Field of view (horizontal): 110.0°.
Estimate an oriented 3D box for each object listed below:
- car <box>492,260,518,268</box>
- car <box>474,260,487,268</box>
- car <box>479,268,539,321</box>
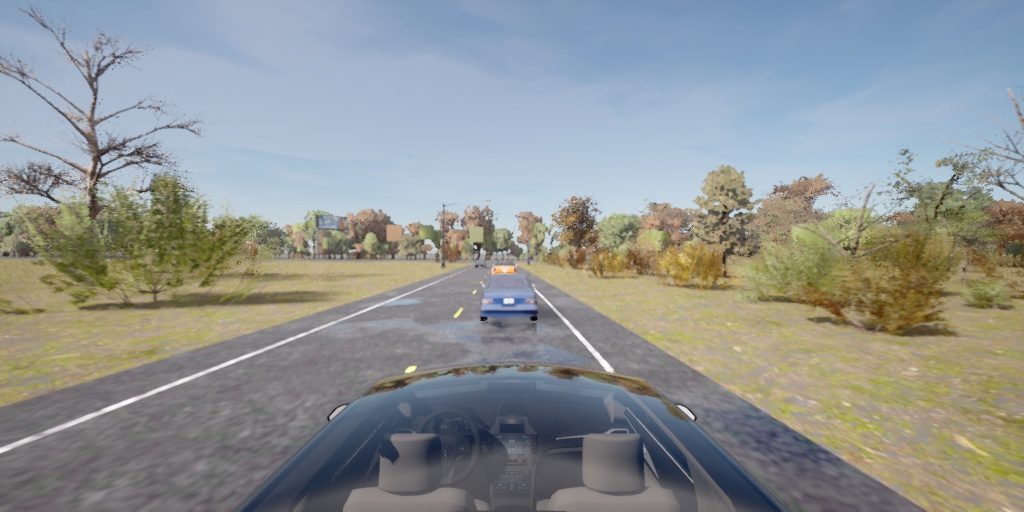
[{"bbox_3d":[-0.590,1.104,29.598,2.097,1.767,4.553,0,0,-1],"label":"car"},{"bbox_3d":[-5.137,1.287,58.977,2.033,1.411,5.357,0,0,-1],"label":"car"},{"bbox_3d":[-0.114,1.303,12.509,2.033,1.411,5.357,0,0,-1],"label":"car"}]
